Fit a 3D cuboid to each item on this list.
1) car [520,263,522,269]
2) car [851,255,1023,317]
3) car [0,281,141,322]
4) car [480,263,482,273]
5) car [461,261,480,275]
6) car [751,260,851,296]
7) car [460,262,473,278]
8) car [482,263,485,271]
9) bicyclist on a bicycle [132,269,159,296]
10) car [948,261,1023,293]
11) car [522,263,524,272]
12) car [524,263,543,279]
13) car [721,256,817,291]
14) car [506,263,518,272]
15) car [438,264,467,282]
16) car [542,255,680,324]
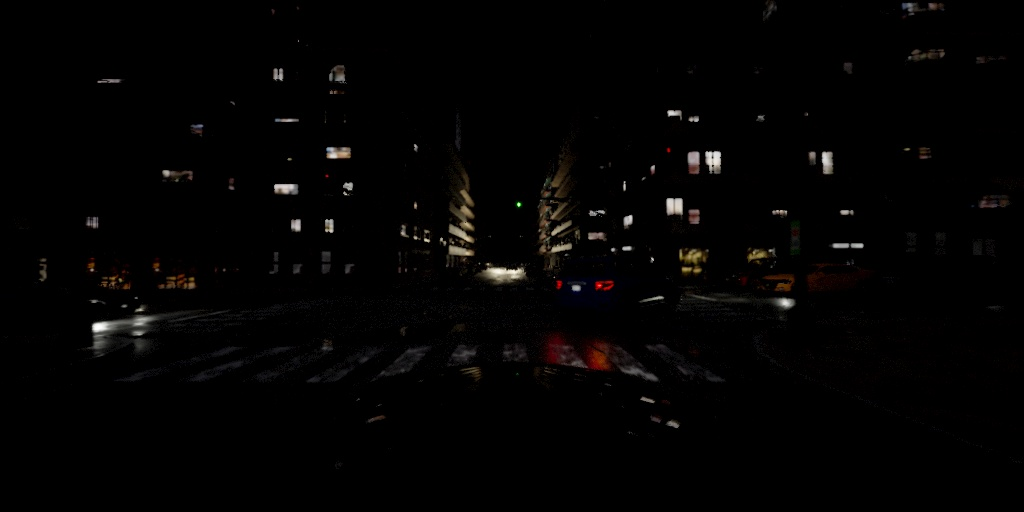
[{"bbox_3d":[2.663,1.960,56.476,1.802,1.307,4.207,0,0,0],"label":"car"},{"bbox_3d":[14.704,0.888,11.713,5.009,1.841,2.192,0,0,-1],"label":"car"},{"bbox_3d":[-17.433,1.709,14.015,4.674,1.442,1.812,-1,-1,1],"label":"car"},{"bbox_3d":[-5.715,1.836,50.618,1.751,1.417,4.829,0,0,0],"label":"car"},{"bbox_3d":[-5.712,1.559,45.106,2.192,1.841,5.009,0,0,0],"label":"car"},{"bbox_3d":[14.949,1.098,17.514,5.008,1.535,1.882,-1,-1,-1],"label":"car"},{"bbox_3d":[-5.710,1.704,39.254,1.751,1.417,4.829,0,0,0],"label":"car"},{"bbox_3d":[-5.718,1.817,56.470,1.967,1.591,4.097,0,0,0],"label":"car"},{"bbox_3d":[-23.177,1.666,22.681,0.582,1.620,1.656,-1,0,-1],"label":"bicyclist on a bicycle"},{"bbox_3d":[25.328,0.976,17.609,5.357,1.411,2.033,-1,-1,0],"label":"car"},{"bbox_3d":[2.668,1.685,45.112,1.967,1.591,4.097,0,0,0],"label":"car"},{"bbox_3d":[2.671,1.619,39.430,1.967,1.591,4.097,0,0,0],"label":"car"},{"bbox_3d":[14.566,0.965,20.092,5.009,1.841,2.192,0,0,-1],"label":"car"},{"bbox_3d":[-0.030,1.973,62.352,1.812,1.442,4.674,0,-1,0],"label":"car"},{"bbox_3d":[-5.707,1.679,33.742,1.948,1.339,4.313,0,0,0],"label":"car"},{"bbox_3d":[3.800,1.008,12.544,2.150,2.045,5.566,-3,-2,45],"label":"car"}]
